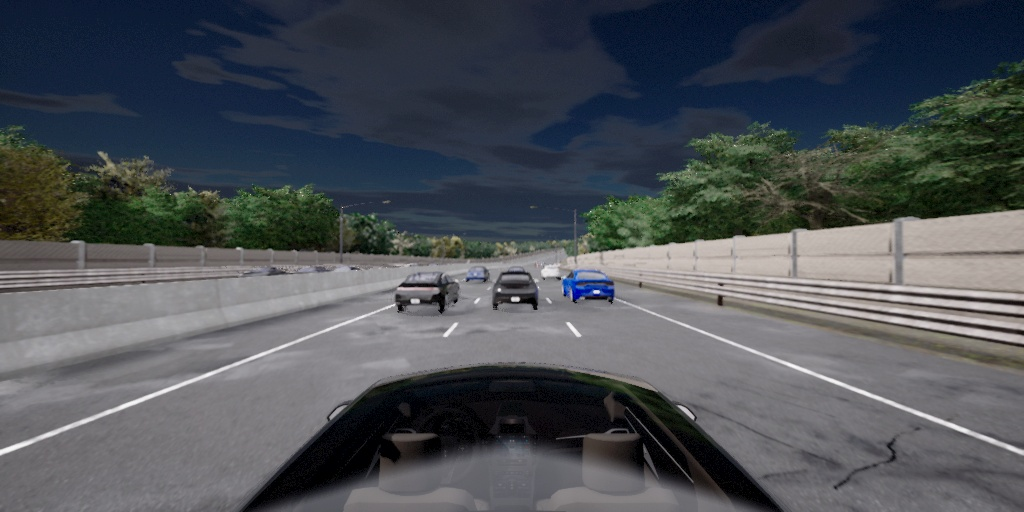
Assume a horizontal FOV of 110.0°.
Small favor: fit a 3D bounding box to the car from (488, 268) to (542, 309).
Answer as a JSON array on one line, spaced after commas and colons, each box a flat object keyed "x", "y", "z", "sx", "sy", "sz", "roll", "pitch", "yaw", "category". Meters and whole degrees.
[{"x": 0.145, "y": 1.423, "z": 15.878, "sx": 1.837, "sy": 1.490, "sz": 4.892, "roll": 0, "pitch": -1, "yaw": 0, "category": "car"}]

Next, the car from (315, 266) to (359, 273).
[{"x": -13.862, "y": 1.598, "z": 29.624, "sx": 1.812, "sy": 1.442, "sz": 4.674, "roll": 0, "pitch": -1, "yaw": 1, "category": "car"}]

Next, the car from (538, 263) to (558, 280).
[{"x": 4.019, "y": 1.709, "z": 37.543, "sx": 1.812, "sy": 1.442, "sz": 4.674, "roll": 0, "pitch": -1, "yaw": 1, "category": "car"}]

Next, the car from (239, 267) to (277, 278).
[{"x": -20.847, "y": 1.640, "z": 30.329, "sx": 1.994, "sy": 1.385, "sz": 4.181, "roll": 0, "pitch": -1, "yaw": 1, "category": "car"}]

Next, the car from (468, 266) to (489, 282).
[{"x": -3.091, "y": 1.672, "z": 33.325, "sx": 2.033, "sy": 1.411, "sz": 5.357, "roll": 0, "pitch": -1, "yaw": 1, "category": "car"}]

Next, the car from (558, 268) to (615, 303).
[{"x": 3.663, "y": 1.422, "z": 17.909, "sx": 1.882, "sy": 1.535, "sz": 5.008, "roll": 0, "pitch": -1, "yaw": 1, "category": "car"}]

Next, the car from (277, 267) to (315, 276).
[{"x": -17.339, "y": 1.635, "z": 31.091, "sx": 2.033, "sy": 1.411, "sz": 5.357, "roll": 0, "pitch": -1, "yaw": 1, "category": "car"}]

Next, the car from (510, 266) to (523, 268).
[{"x": 0.406, "y": 1.672, "z": 33.153, "sx": 2.033, "sy": 1.411, "sz": 5.357, "roll": 0, "pitch": -1, "yaw": 1, "category": "car"}]

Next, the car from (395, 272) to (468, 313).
[{"x": -3.363, "y": 1.400, "z": 14.985, "sx": 2.128, "sy": 1.511, "sz": 4.902, "roll": 0, "pitch": -1, "yaw": 0, "category": "car"}]
